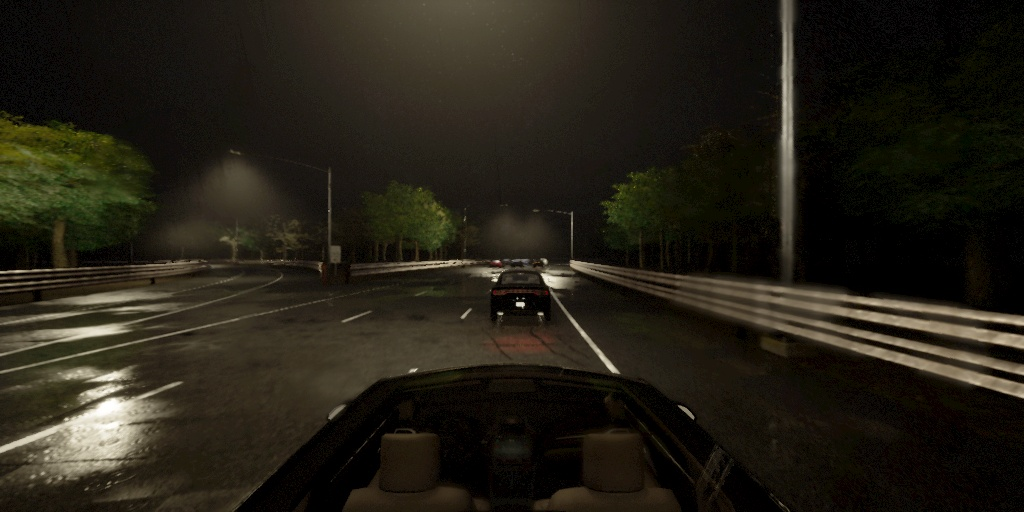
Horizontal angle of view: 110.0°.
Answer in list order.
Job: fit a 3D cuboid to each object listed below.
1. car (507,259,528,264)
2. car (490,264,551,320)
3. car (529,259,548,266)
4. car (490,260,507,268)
[{"bbox_3d":[0.988,1.291,60.872,2.128,1.511,4.902,0,0,9],"label":"car"},{"bbox_3d":[0.309,1.230,12.728,1.882,1.535,5.008,0,0,2],"label":"car"},{"bbox_3d":[4.520,1.309,60.815,1.837,1.490,4.892,0,0,9],"label":"car"},{"bbox_3d":[-2.486,1.361,61.304,1.994,1.385,4.181,0,0,9],"label":"car"}]
